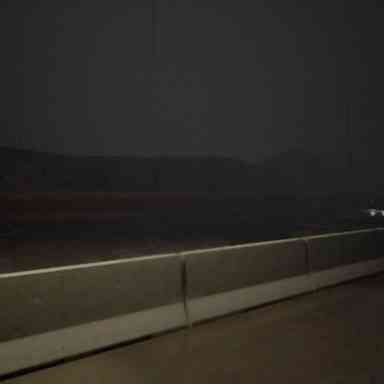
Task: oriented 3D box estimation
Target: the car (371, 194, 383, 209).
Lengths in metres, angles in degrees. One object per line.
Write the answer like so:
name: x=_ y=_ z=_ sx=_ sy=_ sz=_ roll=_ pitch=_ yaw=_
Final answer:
car: x=26.072 y=1.262 z=44.519 sx=5.566 sy=2.045 sz=2.150 roll=0 pitch=0 yaw=-39
